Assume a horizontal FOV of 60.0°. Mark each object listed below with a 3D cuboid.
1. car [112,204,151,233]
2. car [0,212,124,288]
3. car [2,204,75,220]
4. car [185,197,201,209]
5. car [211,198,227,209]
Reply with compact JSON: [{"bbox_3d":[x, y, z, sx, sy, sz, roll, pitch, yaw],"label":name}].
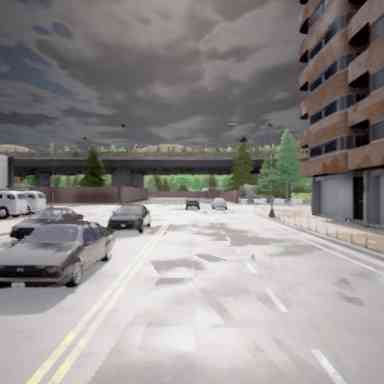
[{"bbox_3d":[-3.581,1.482,19.831,1.882,1.535,5.008,0,0,0],"label":"car"},{"bbox_3d":[-3.600,1.550,9.554,2.033,1.411,5.357,0,0,0],"label":"car"},{"bbox_3d":[-7.091,1.551,17.037,2.033,1.411,5.357,0,0,0],"label":"car"},{"bbox_3d":[0.097,1.495,45.329,1.837,1.490,4.892,0,0,0],"label":"car"},{"bbox_3d":[3.586,1.518,44.610,1.812,1.442,4.674,0,0,0],"label":"car"}]
